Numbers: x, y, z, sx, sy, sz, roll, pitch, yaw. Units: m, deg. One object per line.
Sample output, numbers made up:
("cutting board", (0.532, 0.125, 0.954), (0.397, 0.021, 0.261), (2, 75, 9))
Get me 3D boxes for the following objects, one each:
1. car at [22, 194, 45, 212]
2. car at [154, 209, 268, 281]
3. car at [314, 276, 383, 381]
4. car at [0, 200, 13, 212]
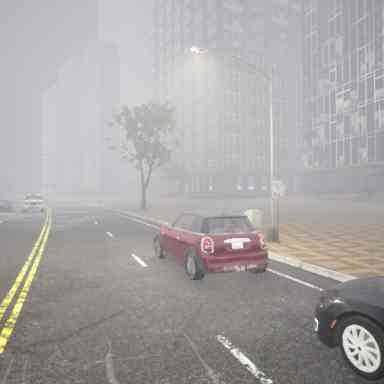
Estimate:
("car", (-18.696, 1.263, 39.340), (2.150, 2.045, 5.566), (0, 0, -24))
("car", (0.340, 1.355, 10.235), (2.097, 1.767, 4.553), (0, 0, -22))
("car", (3.631, 1.505, 3.324), (1.837, 1.490, 4.892), (0, 0, -35))
("car", (-21.680, 1.602, 38.052), (1.994, 1.385, 4.181), (0, 0, -24))
